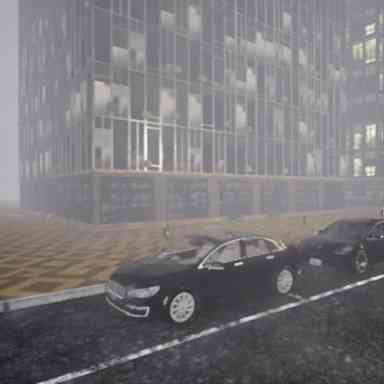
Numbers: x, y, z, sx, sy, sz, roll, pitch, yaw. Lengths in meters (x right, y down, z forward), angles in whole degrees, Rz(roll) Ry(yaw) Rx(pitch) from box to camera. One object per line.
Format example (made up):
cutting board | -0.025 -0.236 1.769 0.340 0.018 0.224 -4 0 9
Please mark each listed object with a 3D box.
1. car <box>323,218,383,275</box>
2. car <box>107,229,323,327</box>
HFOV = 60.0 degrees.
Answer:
car | 5.094 1.490 10.192 4.313 1.339 1.947 -1 1 -36
car | 0.460 1.519 6.885 4.403 1.369 2.008 -1 1 -36
